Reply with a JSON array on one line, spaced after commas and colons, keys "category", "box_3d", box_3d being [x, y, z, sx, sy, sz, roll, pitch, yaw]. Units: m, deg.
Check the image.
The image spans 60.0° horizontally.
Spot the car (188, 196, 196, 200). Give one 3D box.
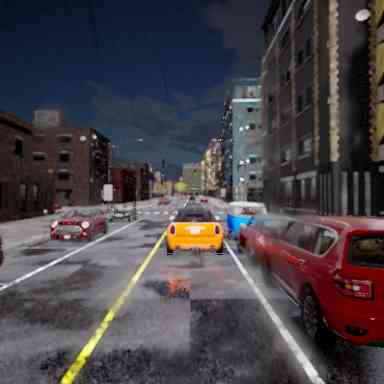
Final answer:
[{"category": "car", "box_3d": [0.077, 1.775, 89.415, 1.837, 1.490, 4.892, 0, 0, 0]}]

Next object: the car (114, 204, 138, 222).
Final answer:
[{"category": "car", "box_3d": [-5.654, 1.685, 27.954, 2.008, 1.369, 4.403, 1, 0, 0]}]

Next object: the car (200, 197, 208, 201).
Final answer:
[{"category": "car", "box_3d": [2.772, 1.808, 77.333, 1.967, 1.590, 4.097, 1, 0, 0]}]

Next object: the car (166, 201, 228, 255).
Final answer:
[{"category": "car", "box_3d": [0.109, 1.420, 13.820, 2.097, 1.767, 4.553, 0, 0, 0]}]

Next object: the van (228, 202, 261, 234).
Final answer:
[{"category": "van", "box_3d": [2.721, 1.424, 17.126, 1.690, 1.788, 3.998, 1, 0, 0]}]

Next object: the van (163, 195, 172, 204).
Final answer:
[{"category": "van", "box_3d": [-5.606, 1.708, 77.280, 1.690, 1.788, 3.998, 1, 0, 0]}]

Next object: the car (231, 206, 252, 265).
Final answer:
[{"category": "car", "box_3d": [2.714, 1.497, 11.719, 1.967, 1.590, 4.097, 1, 0, 0]}]

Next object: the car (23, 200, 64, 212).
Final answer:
[{"category": "car", "box_3d": [-19.264, 1.819, 43.220, 4.507, 1.381, 1.887, 0, -1, 1]}]

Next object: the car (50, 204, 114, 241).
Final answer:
[{"category": "car", "box_3d": [-5.661, 1.523, 17.141, 1.967, 1.590, 4.097, 1, 0, 0]}]

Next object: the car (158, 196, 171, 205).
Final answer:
[{"category": "car", "box_3d": [-5.696, 1.858, 65.910, 1.887, 1.381, 4.507, 1, 0, 0]}]

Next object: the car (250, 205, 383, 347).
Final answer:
[{"category": "car", "box_3d": [2.712, 1.346, 6.312, 2.192, 1.841, 5.009, 1, 0, 0]}]

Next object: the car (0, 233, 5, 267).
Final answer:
[{"category": "car", "box_3d": [-5.668, 1.346, 6.327, 2.192, 1.841, 5.009, 1, 0, 0]}]
